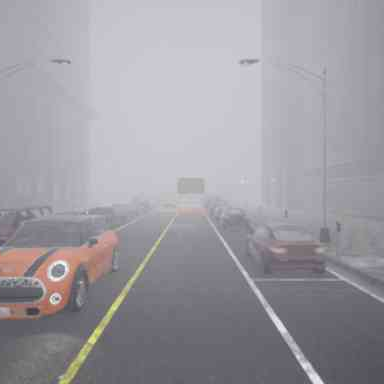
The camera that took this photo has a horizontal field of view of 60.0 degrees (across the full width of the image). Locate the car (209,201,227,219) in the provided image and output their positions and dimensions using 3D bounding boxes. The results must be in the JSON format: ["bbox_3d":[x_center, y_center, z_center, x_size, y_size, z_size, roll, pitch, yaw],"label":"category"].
[{"bbox_3d":[2.673,1.646,27.222,1.802,1.307,4.206,0,0,0],"label":"car"}]

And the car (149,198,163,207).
[{"bbox_3d":[-5.942,1.711,55.372,1.947,1.339,4.313,0,0,0],"label":"car"}]

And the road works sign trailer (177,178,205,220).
[{"bbox_3d":[-0.092,0.533,29.104,2.380,3.560,2.880,0,0,0],"label":"road works sign trailer"}]

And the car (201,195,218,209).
[{"bbox_3d":[2.600,1.442,49.766,2.192,1.841,5.009,0,0,0],"label":"car"}]

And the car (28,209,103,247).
[{"bbox_3d":[-5.815,1.602,15.916,1.947,1.339,4.313,0,0,0],"label":"car"}]

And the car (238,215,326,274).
[{"bbox_3d":[2.728,1.606,10.312,1.802,1.307,4.206,0,0,0],"label":"car"}]

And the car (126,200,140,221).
[{"bbox_3d":[-5.852,1.614,27.188,2.008,1.369,4.403,0,0,0],"label":"car"}]

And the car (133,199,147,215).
[{"bbox_3d":[-5.869,1.660,32.826,1.802,1.307,4.206,0,0,0],"label":"car"}]

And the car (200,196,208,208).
[{"bbox_3d":[2.618,1.425,44.129,2.192,1.841,5.009,0,0,0],"label":"car"}]

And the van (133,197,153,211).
[{"bbox_3d":[-5.888,1.435,38.463,1.690,1.788,3.998,0,0,0],"label":"van"}]

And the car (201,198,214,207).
[{"bbox_3d":[2.583,1.711,55.401,1.947,1.339,4.313,0,0,0],"label":"car"}]

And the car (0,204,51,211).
[{"bbox_3d":[-5.798,1.339,10.280,2.192,1.841,5.009,0,0,0],"label":"car"}]

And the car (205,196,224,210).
[{"bbox_3d":[2.655,1.519,32.858,1.967,1.590,4.097,0,0,0],"label":"car"}]

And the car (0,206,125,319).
[{"bbox_3d":[-3.124,1.370,7.669,2.097,1.767,4.553,0,0,0],"label":"car"}]

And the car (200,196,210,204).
[{"bbox_3d":[2.547,1.623,66.674,1.967,1.590,4.097,0,0,0],"label":"car"}]

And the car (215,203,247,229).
[{"bbox_3d":[2.692,1.632,21.585,1.802,1.307,4.206,0,0,0],"label":"car"}]

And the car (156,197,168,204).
[{"bbox_3d":[-5.978,1.733,66.645,2.008,1.369,4.403,0,0,0],"label":"car"}]

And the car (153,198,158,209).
[{"bbox_3d":[-5.905,1.635,43.929,1.752,1.417,4.829,0,0,0],"label":"car"}]

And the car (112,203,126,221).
[{"bbox_3d":[-5.833,1.615,21.552,1.947,1.339,4.313,0,0,0],"label":"car"}]

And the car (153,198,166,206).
[{"bbox_3d":[-5.960,1.729,61.008,1.947,1.339,4.313,0,0,0],"label":"car"}]

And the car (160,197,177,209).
[{"bbox_3d":[-3.237,1.603,49.012,1.882,1.535,5.008,0,0,0],"label":"car"}]

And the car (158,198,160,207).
[{"bbox_3d":[-5.924,1.709,49.735,1.802,1.307,4.206,0,0,0],"label":"car"}]
